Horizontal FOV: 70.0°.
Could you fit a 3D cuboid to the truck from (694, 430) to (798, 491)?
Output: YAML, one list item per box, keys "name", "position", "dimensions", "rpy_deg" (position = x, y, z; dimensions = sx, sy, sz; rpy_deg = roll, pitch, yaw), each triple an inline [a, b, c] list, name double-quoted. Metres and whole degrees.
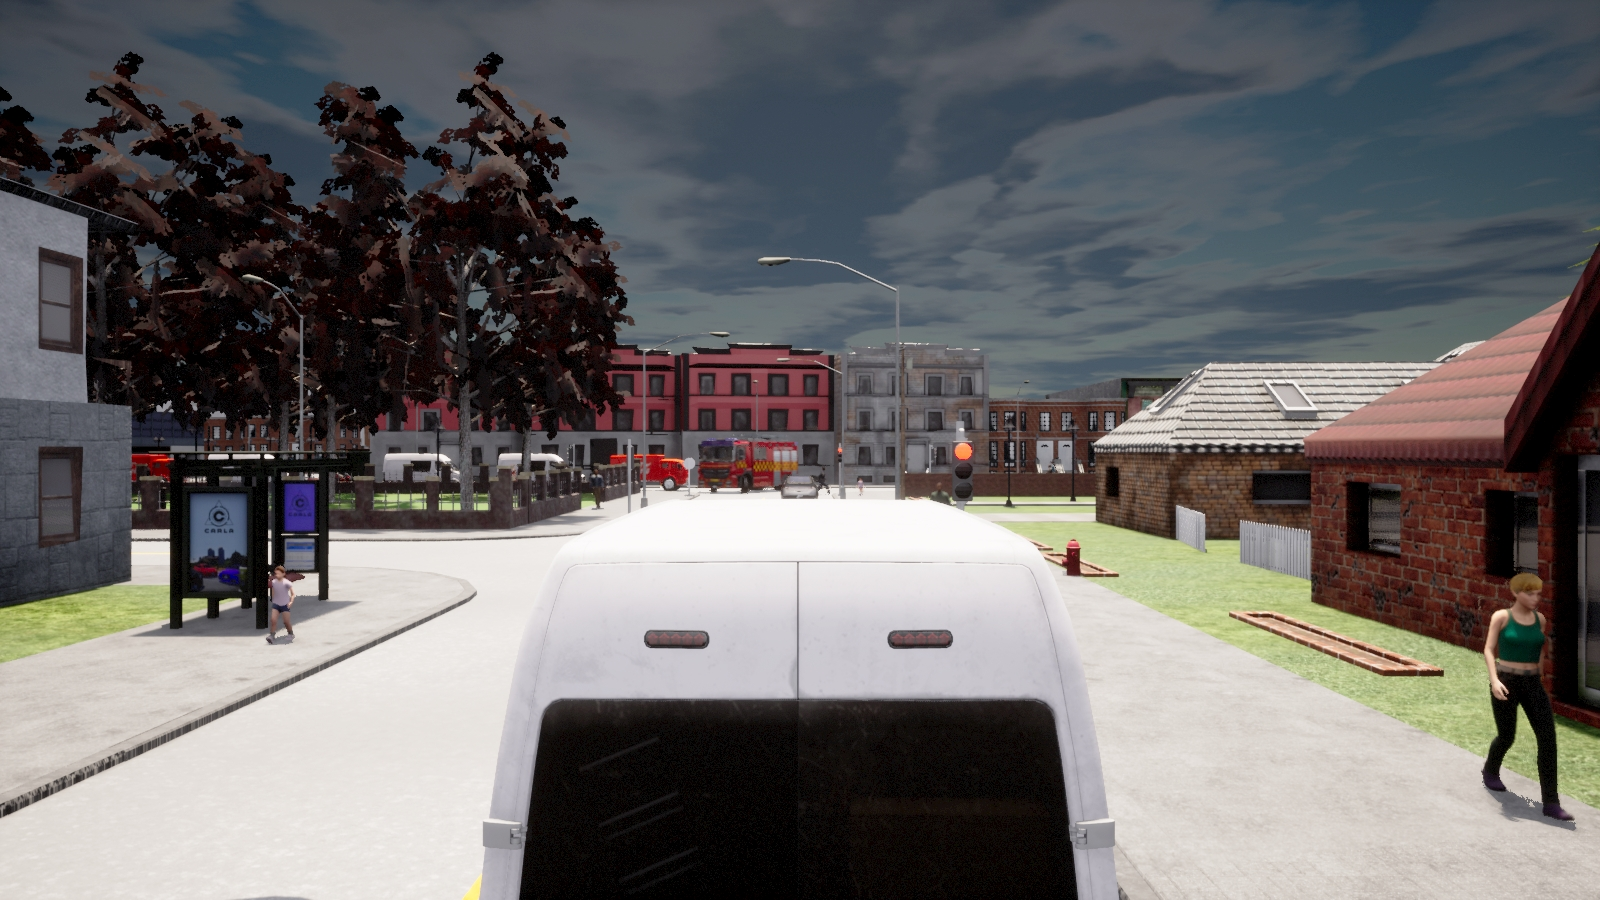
- name: "truck"
  position: [-3.469, 0.671, 76.078]
  dimensions: [2.891, 3.827, 8.468]
  rpy_deg: [0, 0, 29]

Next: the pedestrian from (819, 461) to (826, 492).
- name: "pedestrian"
  position: [1.358, 1.628, 69.986]
  dimensions: [0.375, 1.860, 0.375]
  rpy_deg: [0, 0, -5]

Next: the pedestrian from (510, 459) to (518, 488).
- name: "pedestrian"
  position: [-18.364, 1.523, 73.362]
  dimensions: [0.375, 1.860, 0.375]
  rpy_deg: [0, 0, 0]

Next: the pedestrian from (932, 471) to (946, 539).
- name: "pedestrian"
  position: [3.868, 1.523, 31.818]
  dimensions: [0.375, 1.860, 0.375]
  rpy_deg: [0, 0, 9]

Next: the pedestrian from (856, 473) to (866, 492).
- name: "pedestrian"
  position: [3.559, 1.898, 66.786]
  dimensions: [0.500, 1.100, 0.500]
  rpy_deg: [0, 0, -13]

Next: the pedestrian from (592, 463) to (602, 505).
- name: "pedestrian"
  position: [-9.146, 1.526, 51.561]
  dimensions: [0.375, 1.860, 0.375]
  rpy_deg: [0, 0, -1]

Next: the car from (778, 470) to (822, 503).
- name: "car"
  position: [-0.021, 1.827, 57.775]
  dimensions: [2.128, 1.511, 4.902]
  rpy_deg: [0, 0, 0]

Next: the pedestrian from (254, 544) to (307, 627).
- name: "pedestrian"
  position: [-7.289, 1.896, 16.046]
  dimensions: [0.500, 1.100, 0.500]
  rpy_deg: [0, 0, 2]

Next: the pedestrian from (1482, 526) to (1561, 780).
- name: "pedestrian"
  position: [5.476, 1.524, 8.683]
  dimensions: [0.375, 1.860, 0.375]
  rpy_deg: [0, 0, 3]

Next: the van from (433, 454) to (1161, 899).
- name: "van"
  position: [-0.009, 1.315, 6.082]
  dimensions: [1.988, 2.561, 5.915]
  rpy_deg: [0, 0, 0]
